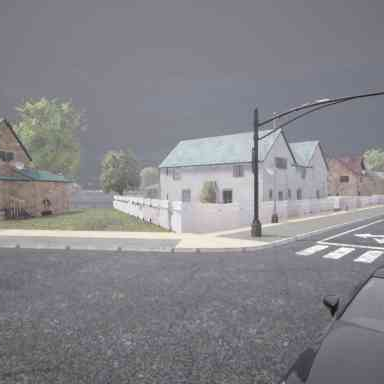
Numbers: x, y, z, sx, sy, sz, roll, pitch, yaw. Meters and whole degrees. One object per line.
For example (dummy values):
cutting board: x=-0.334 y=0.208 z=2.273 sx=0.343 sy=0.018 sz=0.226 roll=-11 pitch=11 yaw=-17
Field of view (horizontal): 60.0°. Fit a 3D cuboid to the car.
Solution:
car: x=2.542 y=1.524 z=3.432 sx=1.812 sy=1.442 sz=4.674 roll=0 pitch=0 yaw=42
